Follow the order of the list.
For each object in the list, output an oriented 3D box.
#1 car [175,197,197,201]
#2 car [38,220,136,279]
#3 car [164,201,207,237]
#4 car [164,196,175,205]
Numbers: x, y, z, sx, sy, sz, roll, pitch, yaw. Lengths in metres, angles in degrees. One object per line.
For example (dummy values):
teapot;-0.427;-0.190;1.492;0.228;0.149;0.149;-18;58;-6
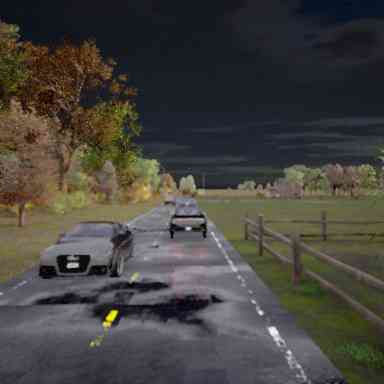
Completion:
car;-0.521;1.334;36.943;2.097;1.767;4.553;0;0;-1
car;-2.908;1.580;10.036;1.994;1.385;4.181;0;0;-1
car;-0.203;1.483;17.814;2.128;1.511;4.902;0;0;-1
car;-3.692;1.477;55.989;1.882;1.535;5.008;0;0;-1
